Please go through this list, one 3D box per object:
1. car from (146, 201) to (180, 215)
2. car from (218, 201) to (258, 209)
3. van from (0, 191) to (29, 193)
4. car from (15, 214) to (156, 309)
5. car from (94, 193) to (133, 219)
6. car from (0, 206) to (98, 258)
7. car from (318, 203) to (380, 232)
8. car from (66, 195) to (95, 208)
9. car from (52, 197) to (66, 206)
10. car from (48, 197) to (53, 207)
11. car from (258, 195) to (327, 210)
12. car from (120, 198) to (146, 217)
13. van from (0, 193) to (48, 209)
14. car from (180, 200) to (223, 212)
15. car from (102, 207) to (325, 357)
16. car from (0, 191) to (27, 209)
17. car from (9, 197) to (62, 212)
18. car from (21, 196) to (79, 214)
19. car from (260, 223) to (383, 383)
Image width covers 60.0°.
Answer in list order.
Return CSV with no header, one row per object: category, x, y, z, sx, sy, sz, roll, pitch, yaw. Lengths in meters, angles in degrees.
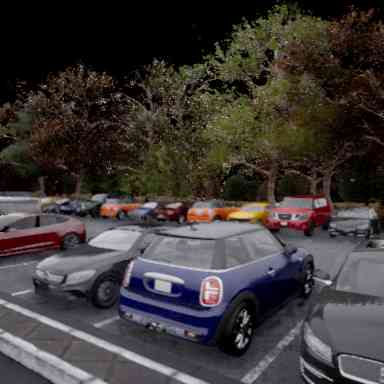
car,-0.591,1.406,23.664,2.097,1.535,5.008,1,0,36
car,3.937,1.451,20.422,2.097,1.535,5.008,1,0,36
van,-21.006,0.952,38.202,1.878,1.987,4.442,1,0,36
car,-1.423,1.515,8.164,2.002,1.452,4.674,1,0,36
car,-5.128,1.232,26.894,2.185,1.767,4.553,1,0,36
car,-5.961,1.460,11.387,2.163,1.488,4.792,1,0,36
car,8.461,1.497,17.172,2.231,1.521,4.892,1,0,36
car,-7.386,1.083,28.520,2.435,2.045,5.566,1,0,36
car,-9.618,1.338,30.195,2.163,1.488,4.792,1,0,36
car,-11.890,1.284,31.801,2.231,1.521,4.892,1,0,36
car,6.182,1.222,18.768,2.435,2.045,5.566,1,0,36
car,-2.848,1.422,25.296,2.002,1.452,4.674,1,0,36
van,-8.322,1.182,12.975,1.878,1.987,4.442,1,0,36
car,1.655,1.303,22.017,2.185,1.767,4.553,1,0,36
car,0.818,1.372,6.511,2.185,1.767,4.553,1,0,36
car,-23.215,0.900,39.898,2.435,2.045,5.566,1,0,36
car,-16.416,1.271,35.049,2.002,1.452,4.674,1,0,36
car,-14.153,1.257,33.426,2.097,1.535,5.008,1,0,36
car,3.100,1.519,4.917,2.231,1.521,4.892,1,0,36
